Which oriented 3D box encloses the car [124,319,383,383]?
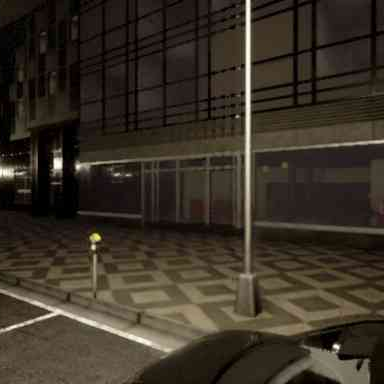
[{"bbox_3d":[1.353,1.566,1.997,4.313,1.339,1.947,0,0,35],"label":"car"}]
